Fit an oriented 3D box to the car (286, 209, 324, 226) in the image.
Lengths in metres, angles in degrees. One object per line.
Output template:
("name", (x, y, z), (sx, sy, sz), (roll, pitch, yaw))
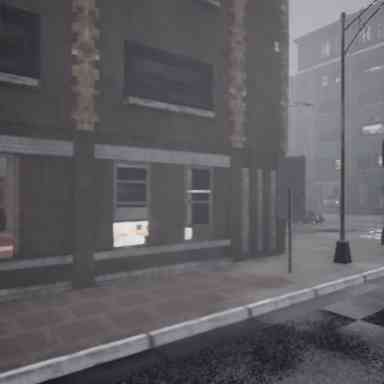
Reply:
("car", (7.453, 1.670, 24.896), (1.837, 1.490, 4.892), (1, 0, -33))
